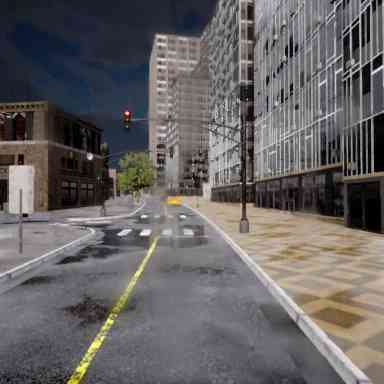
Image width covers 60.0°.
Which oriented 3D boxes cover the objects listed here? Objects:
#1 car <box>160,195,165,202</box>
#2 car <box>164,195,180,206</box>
[{"bbox_3d":[-6.427,1.506,78.313,1.812,1.442,4.674,0,0,-10],"label":"car"},{"bbox_3d":[-3.116,1.471,54.740,1.882,1.535,5.008,0,0,-6],"label":"car"}]
